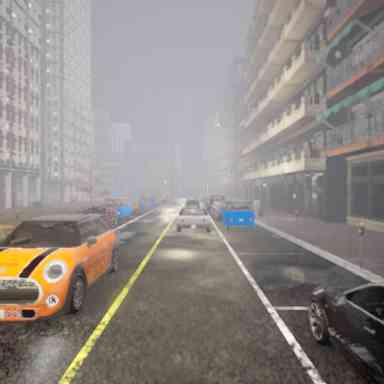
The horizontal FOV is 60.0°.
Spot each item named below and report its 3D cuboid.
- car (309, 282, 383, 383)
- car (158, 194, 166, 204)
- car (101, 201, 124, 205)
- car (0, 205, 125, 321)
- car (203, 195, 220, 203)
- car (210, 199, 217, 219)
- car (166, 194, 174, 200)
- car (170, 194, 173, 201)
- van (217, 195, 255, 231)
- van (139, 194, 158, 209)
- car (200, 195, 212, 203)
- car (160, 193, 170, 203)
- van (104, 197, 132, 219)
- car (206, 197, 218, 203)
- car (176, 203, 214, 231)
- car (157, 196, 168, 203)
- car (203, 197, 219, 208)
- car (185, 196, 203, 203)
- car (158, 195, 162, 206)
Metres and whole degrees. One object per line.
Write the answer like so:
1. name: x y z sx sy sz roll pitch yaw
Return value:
1. car: 2.684 1.557 3.441 1.947 1.339 4.313 0 0 0
2. car: -5.698 1.432 53.190 2.008 1.369 4.403 0 0 0
3. car: -5.697 1.495 20.024 1.887 1.381 4.507 0 0 0
4. car: -3.092 1.334 7.490 2.097 1.767 4.553 0 0 0
5. car: 2.681 1.228 36.606 2.192 1.841 5.009 0 0 0
6. car: 2.684 1.482 25.551 1.887 1.381 4.507 0 0 0
7. car: -5.700 1.272 86.355 1.967 1.590 4.097 0 0 0
8. car: -5.699 1.400 69.772 1.887 1.381 4.507 0 0 0
9. van: 2.683 1.291 20.023 1.690 1.788 3.998 0 0 0
10. van: -5.699 1.243 42.134 1.690 1.788 3.998 0 0 0
11. car: 2.681 1.304 64.244 1.967 1.590 4.097 0 0 0
12. car: -5.700 1.187 58.717 2.192 1.841 5.009 0 0 0
13. van: -5.698 1.278 25.551 1.690 1.788 3.998 0 0 0
14. car: 2.683 1.475 31.079 2.008 1.369 4.403 0 0 0
15. car: 0.089 1.551 19.952 1.895 1.301 4.718 0 0 0
16. car: -5.698 1.446 64.245 1.802 1.307 4.206 0 0 0
17. car: 2.683 1.457 47.661 1.947 1.339 4.313 0 0 0
18. car: 0.099 1.385 46.192 2.128 1.511 4.902 0 0 0
19. car: -5.698 1.473 47.662 1.802 1.307 4.206 0 0 0
